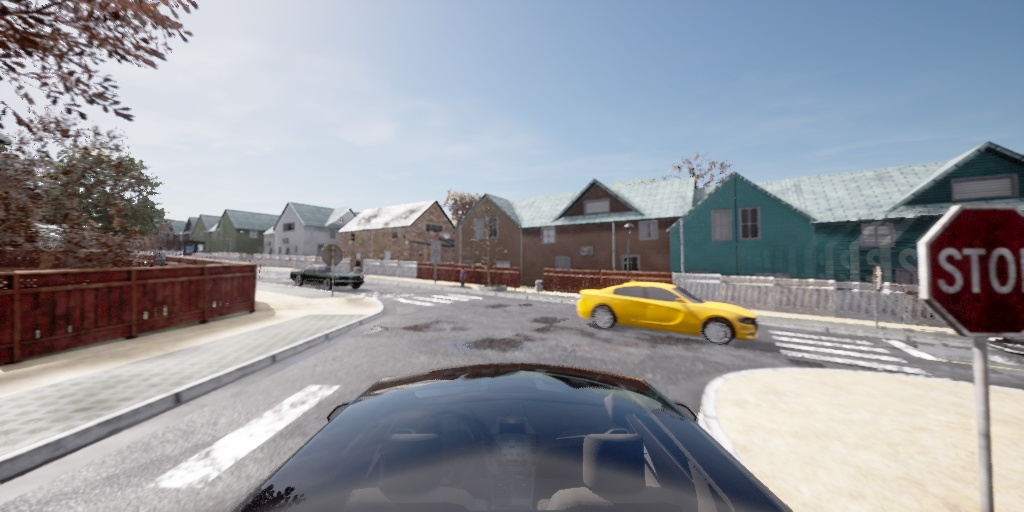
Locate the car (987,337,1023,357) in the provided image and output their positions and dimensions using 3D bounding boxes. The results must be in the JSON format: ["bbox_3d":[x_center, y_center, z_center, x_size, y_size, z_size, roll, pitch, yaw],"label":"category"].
[{"bbox_3d":[14.634,2.002,8.103,4.892,1.490,1.837,2,-1,32],"label":"car"}]

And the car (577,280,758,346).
[{"bbox_3d":[4.509,1.562,10.988,5.008,1.535,1.882,2,-1,32],"label":"car"}]

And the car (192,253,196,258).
[{"bbox_3d":[-33.374,0.394,38.160,5.008,1.535,1.882,2,-1,32],"label":"car"}]

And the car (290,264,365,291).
[{"bbox_3d":[-10.520,1.177,20.429,4.718,1.301,1.895,2,-1,32],"label":"car"}]

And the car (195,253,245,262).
[{"bbox_3d":[-22.189,0.685,27.765,5.008,1.535,1.882,2,-1,32],"label":"car"}]

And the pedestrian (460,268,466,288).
[{"bbox_3d":[-3.101,1.334,22.690,0.375,1.300,0.375,-1,-5,32],"label":"pedestrian"}]

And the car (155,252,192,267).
[{"bbox_3d":[-33.590,0.365,34.971,4.892,1.490,1.837,2,-1,33],"label":"car"}]
